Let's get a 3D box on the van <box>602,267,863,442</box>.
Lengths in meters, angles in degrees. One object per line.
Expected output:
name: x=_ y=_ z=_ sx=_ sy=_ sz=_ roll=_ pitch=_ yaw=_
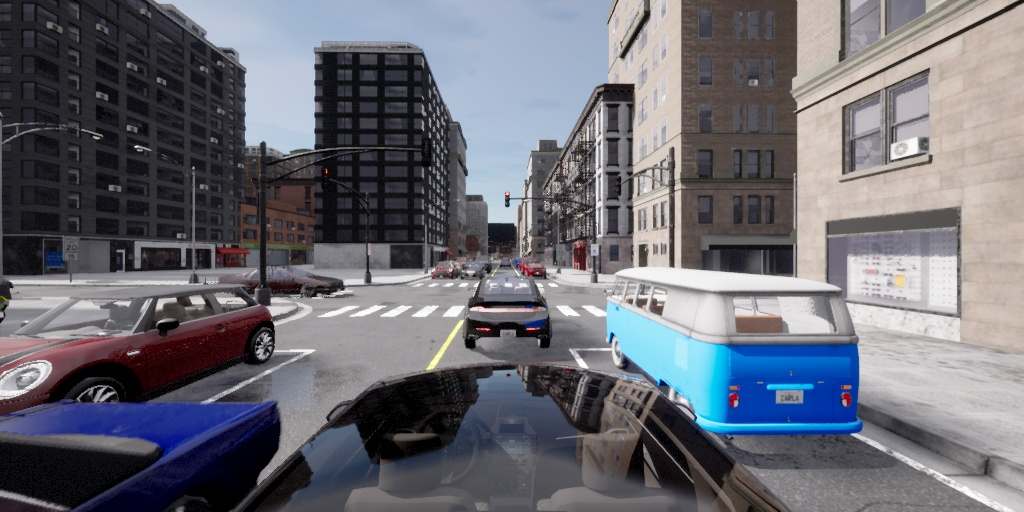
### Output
van: x=2.585 y=1.090 z=5.233 sx=1.690 sy=1.789 sz=3.998 roll=0 pitch=0 yaw=-1

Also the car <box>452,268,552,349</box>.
car: x=-0.125 y=1.241 z=9.167 sx=2.128 sy=1.511 sz=4.902 roll=0 pitch=0 yaw=-1

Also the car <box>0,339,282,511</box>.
car: x=-2.749 y=1.351 z=0.584 sx=1.895 sy=1.301 sz=4.718 roll=0 pitch=0 yaw=0

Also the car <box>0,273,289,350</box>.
car: x=-5.439 y=1.189 z=5.082 sx=1.967 sy=1.591 sz=4.097 roll=0 pitch=0 yaw=-1

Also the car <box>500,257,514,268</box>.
car: x=-1.124 y=1.302 z=62.268 sx=1.994 sy=1.385 sz=4.181 roll=0 pitch=0 yaw=-1

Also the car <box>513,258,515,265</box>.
car: x=1.573 y=1.306 z=59.151 sx=1.948 sy=1.339 sz=4.313 roll=0 pitch=0 yaw=-1

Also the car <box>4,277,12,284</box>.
car: x=-26.639 y=1.175 z=16.914 sx=4.181 sy=1.385 sz=1.994 roll=0 pitch=0 yaw=-1

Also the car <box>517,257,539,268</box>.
car: x=1.979 y=1.061 z=37.516 sx=2.192 sy=1.841 sz=5.009 roll=0 pitch=0 yaw=-1

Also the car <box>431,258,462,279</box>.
car: x=-5.943 y=1.186 z=31.957 sx=1.967 sy=1.591 sz=4.097 roll=0 pitch=0 yaw=-1

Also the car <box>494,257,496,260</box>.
car: x=-3.776 y=1.290 z=52.170 sx=2.033 sy=1.411 sz=5.357 roll=0 pitch=0 yaw=-1

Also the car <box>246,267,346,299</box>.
car: x=-11.000 y=1.246 z=17.221 sx=5.357 sy=1.411 sz=2.033 roll=0 pitch=0 yaw=-1

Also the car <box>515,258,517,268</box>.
car: x=1.776 y=1.289 z=48.334 sx=1.888 sy=1.381 sz=4.507 roll=0 pitch=0 yaw=-1

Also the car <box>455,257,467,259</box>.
car: x=-6.146 y=1.060 z=42.774 sx=2.192 sy=1.841 sz=5.009 roll=0 pitch=0 yaw=-1

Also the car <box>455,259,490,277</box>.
car: x=-3.392 y=1.238 z=31.606 sx=2.128 sy=1.511 sz=4.902 roll=0 pitch=0 yaw=-1

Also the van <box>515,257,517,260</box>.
van: x=1.674 y=1.083 z=53.743 sx=1.690 sy=1.789 sz=3.998 roll=0 pitch=0 yaw=-1

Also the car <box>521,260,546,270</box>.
car: x=2.081 y=1.292 z=32.108 sx=1.888 sy=1.381 sz=4.507 roll=0 pitch=0 yaw=-1

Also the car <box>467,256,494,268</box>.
car: x=-3.581 y=0.967 z=41.768 sx=2.150 sy=2.045 sz=5.566 roll=0 pitch=0 yaw=0
